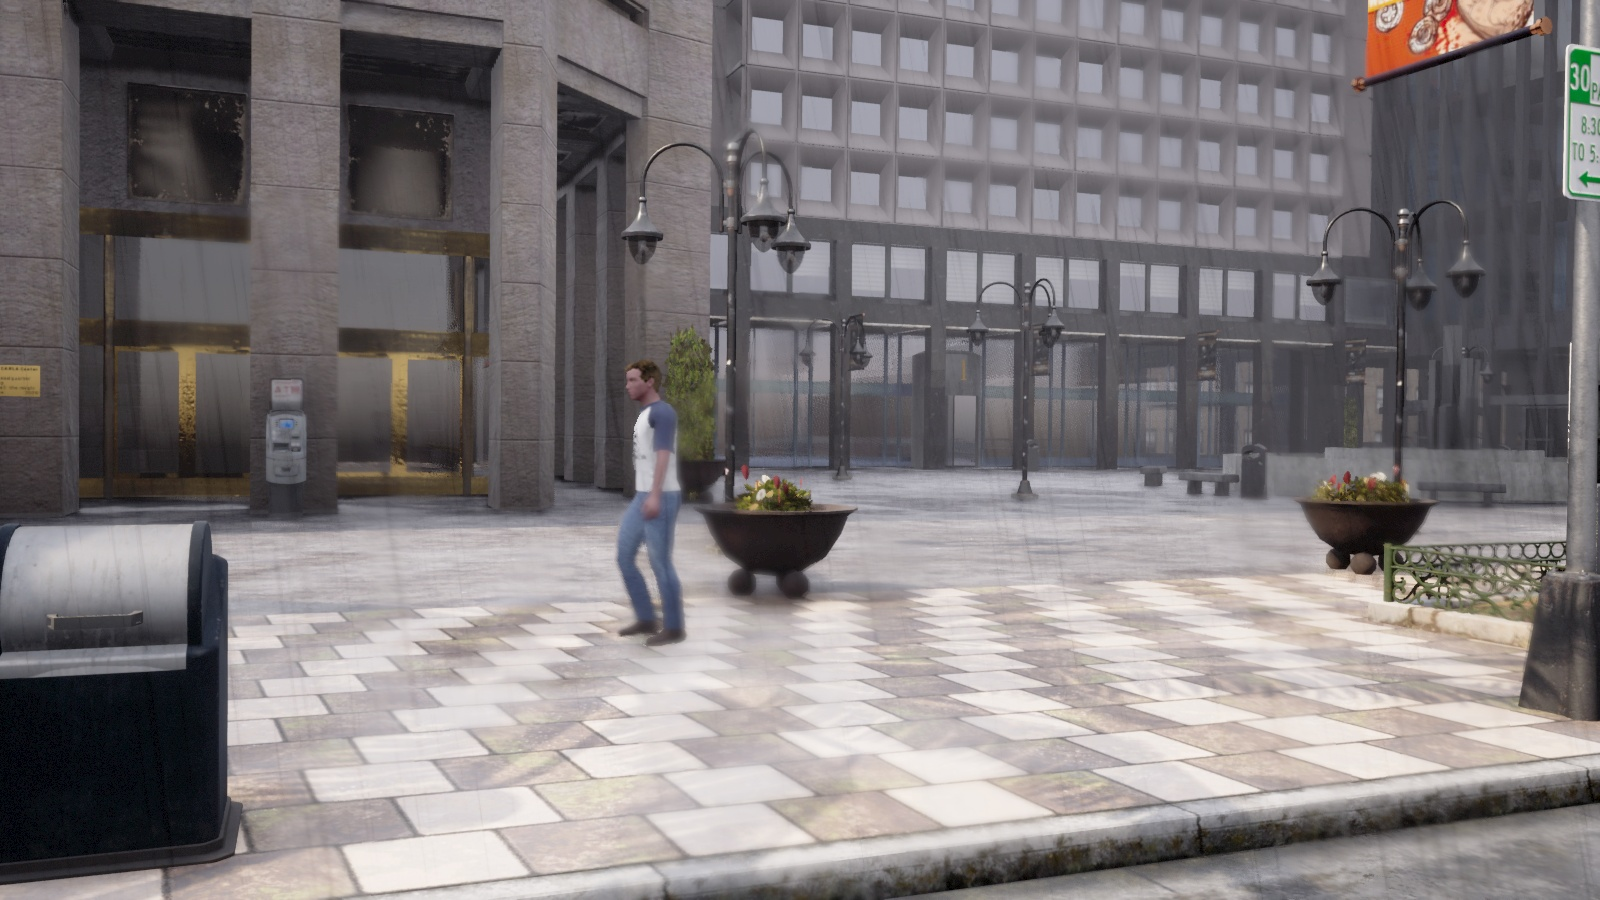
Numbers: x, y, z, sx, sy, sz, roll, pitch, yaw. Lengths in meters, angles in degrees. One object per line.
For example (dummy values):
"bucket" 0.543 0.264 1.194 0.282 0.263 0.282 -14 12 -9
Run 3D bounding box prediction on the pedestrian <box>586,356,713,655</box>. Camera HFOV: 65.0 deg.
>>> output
"pedestrian" -0.958 0.335 7.997 0.706 1.836 0.354 -1 1 -23
